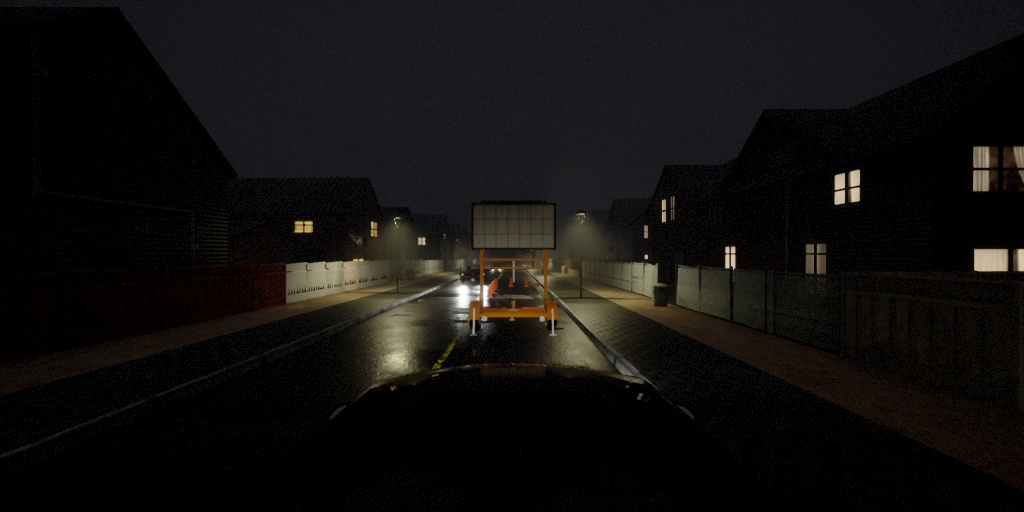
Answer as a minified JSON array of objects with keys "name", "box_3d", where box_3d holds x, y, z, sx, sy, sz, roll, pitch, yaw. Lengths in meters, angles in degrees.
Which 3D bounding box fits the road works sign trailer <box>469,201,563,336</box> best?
[{"name":"road works sign trailer","box_3d":[0.049,0.214,10.396,2.380,3.560,2.880,0,0,1]}]

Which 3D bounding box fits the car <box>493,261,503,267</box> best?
[{"name":"car","box_3d":[-2.466,1.494,58.730,1.994,1.385,4.181,0,0,0]}]

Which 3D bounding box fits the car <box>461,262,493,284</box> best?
[{"name":"car","box_3d":[-2.723,1.378,27.261,1.895,1.301,4.718,0,0,0]}]
